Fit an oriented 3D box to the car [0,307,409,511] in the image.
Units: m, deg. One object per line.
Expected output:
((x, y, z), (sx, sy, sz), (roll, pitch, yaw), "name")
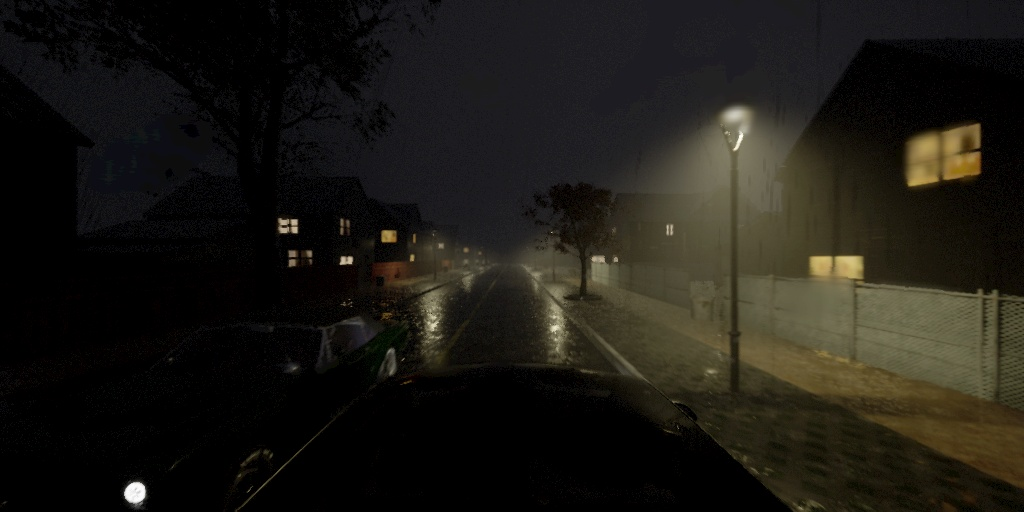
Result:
((-2.749, 1.358, 4.071), (1.895, 1.301, 4.718), (0, 0, 0), "car")
